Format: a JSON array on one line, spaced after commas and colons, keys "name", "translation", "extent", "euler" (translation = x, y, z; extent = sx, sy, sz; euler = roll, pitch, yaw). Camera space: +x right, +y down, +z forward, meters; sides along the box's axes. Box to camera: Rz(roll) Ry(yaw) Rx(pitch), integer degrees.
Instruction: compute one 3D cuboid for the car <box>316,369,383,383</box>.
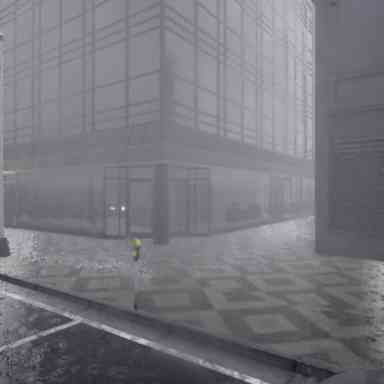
[{"name": "car", "translation": [2.508, 1.547, 1.168], "extent": [4.403, 1.369, 2.008], "euler": [0, 0, 36]}]
